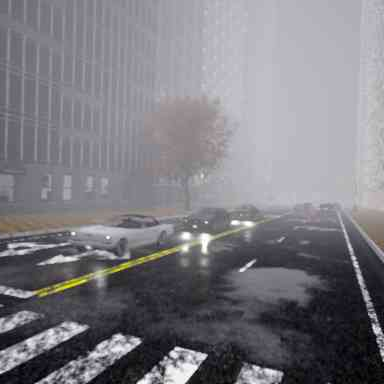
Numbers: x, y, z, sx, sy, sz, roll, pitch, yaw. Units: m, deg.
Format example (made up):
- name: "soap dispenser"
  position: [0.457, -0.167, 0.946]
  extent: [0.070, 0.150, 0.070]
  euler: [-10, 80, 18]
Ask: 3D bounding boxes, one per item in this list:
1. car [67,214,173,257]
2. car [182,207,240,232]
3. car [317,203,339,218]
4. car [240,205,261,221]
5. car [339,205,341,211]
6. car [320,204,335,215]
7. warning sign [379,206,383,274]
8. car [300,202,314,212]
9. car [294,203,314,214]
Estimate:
- name: "car"
  position: [-2.574, 1.574, 13.093]
  extent: [1.895, 1.301, 4.718]
  euler: [2, 0, 23]
- name: "car"
  position: [1.244, 1.701, 22.054]
  extent: [2.033, 1.411, 5.357]
  euler: [2, 0, 23]
- name: "car"
  position: [16.384, 2.146, 40.537]
  extent: [2.097, 1.767, 4.553]
  euler: [2, 0, 23]
- name: "car"
  position: [5.138, 1.902, 31.179]
  extent: [1.994, 1.385, 4.181]
  euler: [2, 0, 24]
- name: "car"
  position: [26.163, 2.762, 60.879]
  extent: [1.812, 1.442, 4.674]
  euler: [2, 0, 23]
- name: "car"
  position: [20.331, 2.526, 49.832]
  extent: [2.033, 1.411, 5.357]
  euler: [2, 0, 23]
- name: "warning sign"
  position: [6.230, 1.399, 9.577]
  extent: [1.300, 1.860, 1.060]
  euler: [3, 1, 23]
- name: "car"
  position: [19.278, 2.488, 55.658]
  extent: [1.812, 1.442, 4.674]
  euler: [2, 0, 24]
- name: "car"
  position: [15.379, 2.273, 46.476]
  extent: [2.128, 1.511, 4.902]
  euler: [2, 0, 23]
